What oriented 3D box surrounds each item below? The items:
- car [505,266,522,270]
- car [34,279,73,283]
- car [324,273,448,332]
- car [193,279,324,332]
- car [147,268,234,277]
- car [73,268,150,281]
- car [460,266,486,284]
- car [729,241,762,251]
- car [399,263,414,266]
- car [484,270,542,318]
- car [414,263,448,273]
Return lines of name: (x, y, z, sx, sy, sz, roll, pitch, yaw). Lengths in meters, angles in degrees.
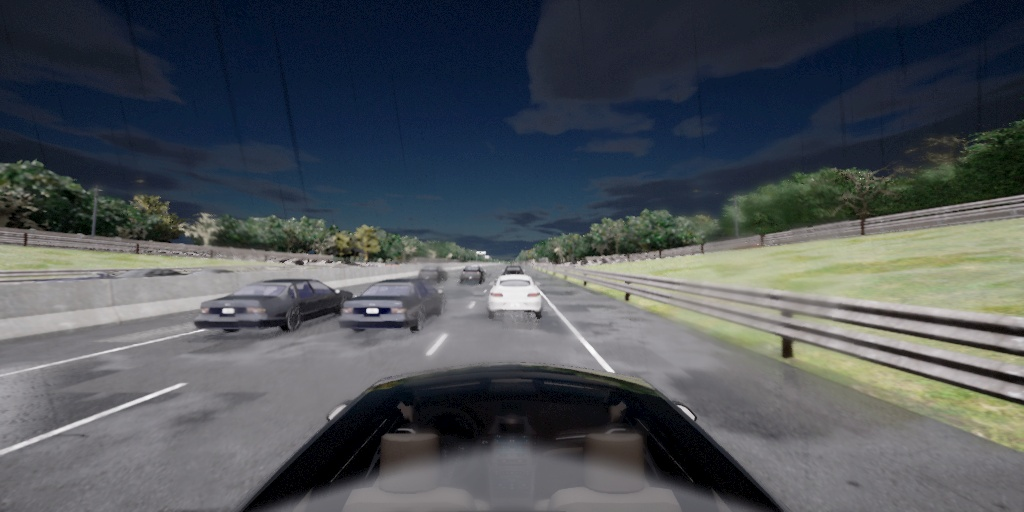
car: (0.142, 1.621, 31.760, 1.837, 1.490, 4.892, 0, -1, 0)
car: (-24.575, 1.588, 21.213, 1.895, 1.301, 4.718, 0, -1, 0)
car: (-3.395, 1.413, 11.231, 2.033, 1.411, 5.357, 0, -1, 0)
car: (-6.895, 1.413, 11.232, 2.033, 1.411, 5.357, 0, -1, 0)
car: (-17.577, 1.506, 20.650, 1.812, 1.442, 4.674, 0, -1, 0)
car: (-21.076, 1.457, 20.603, 1.882, 1.535, 5.008, 0, -1, 0)
car: (-3.359, 1.605, 31.584, 2.128, 1.511, 4.902, 0, -1, 0)
car: (32.541, -1.233, 50.010, 2.097, 1.767, 4.553, 0, -4, -9)
car: (-17.425, 1.984, 62.221, 1.882, 1.535, 5.008, 0, -1, 1)
car: (0.108, 1.420, 13.626, 1.812, 1.442, 4.674, 0, -1, 0)
car: (-6.859, 1.605, 31.565, 2.128, 1.511, 4.902, 0, -1, 0)
